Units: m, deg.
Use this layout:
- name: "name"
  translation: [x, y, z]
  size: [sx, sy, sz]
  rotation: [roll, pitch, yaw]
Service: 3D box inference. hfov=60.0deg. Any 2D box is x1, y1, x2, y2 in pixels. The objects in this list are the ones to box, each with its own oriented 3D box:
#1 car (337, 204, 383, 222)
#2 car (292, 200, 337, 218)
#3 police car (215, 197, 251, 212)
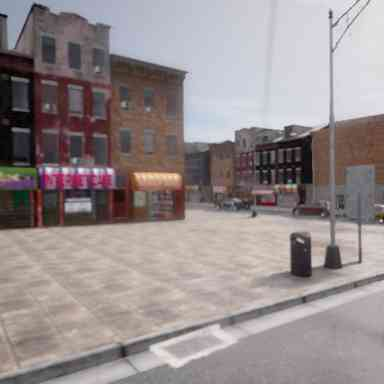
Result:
- name: "car"
  translation: [14.391, 1.599, 26.125]
  size: [1.752, 1.417, 4.829]
  rotation: [-1, 1, -36]
- name: "car"
  translation: [11.246, 1.481, 30.478]
  size: [1.967, 1.590, 4.097]
  rotation: [-1, 1, -36]
- name: "police car"
  translation: [4.742, 1.394, 39.666]
  size: [1.930, 1.638, 5.238]
  rotation: [-1, 1, -36]
